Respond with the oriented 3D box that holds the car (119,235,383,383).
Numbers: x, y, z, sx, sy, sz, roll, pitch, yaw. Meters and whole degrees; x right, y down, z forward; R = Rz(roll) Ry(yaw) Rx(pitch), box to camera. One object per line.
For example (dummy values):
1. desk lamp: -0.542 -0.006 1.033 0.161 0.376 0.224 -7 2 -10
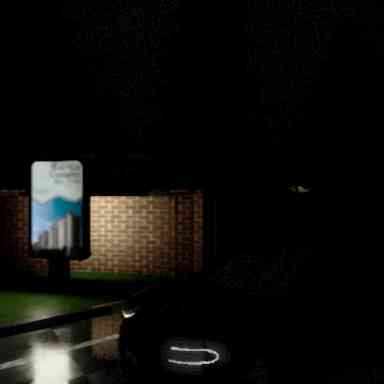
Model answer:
1. car: 1.405 1.476 4.958 5.008 1.535 1.882 0 0 -35
